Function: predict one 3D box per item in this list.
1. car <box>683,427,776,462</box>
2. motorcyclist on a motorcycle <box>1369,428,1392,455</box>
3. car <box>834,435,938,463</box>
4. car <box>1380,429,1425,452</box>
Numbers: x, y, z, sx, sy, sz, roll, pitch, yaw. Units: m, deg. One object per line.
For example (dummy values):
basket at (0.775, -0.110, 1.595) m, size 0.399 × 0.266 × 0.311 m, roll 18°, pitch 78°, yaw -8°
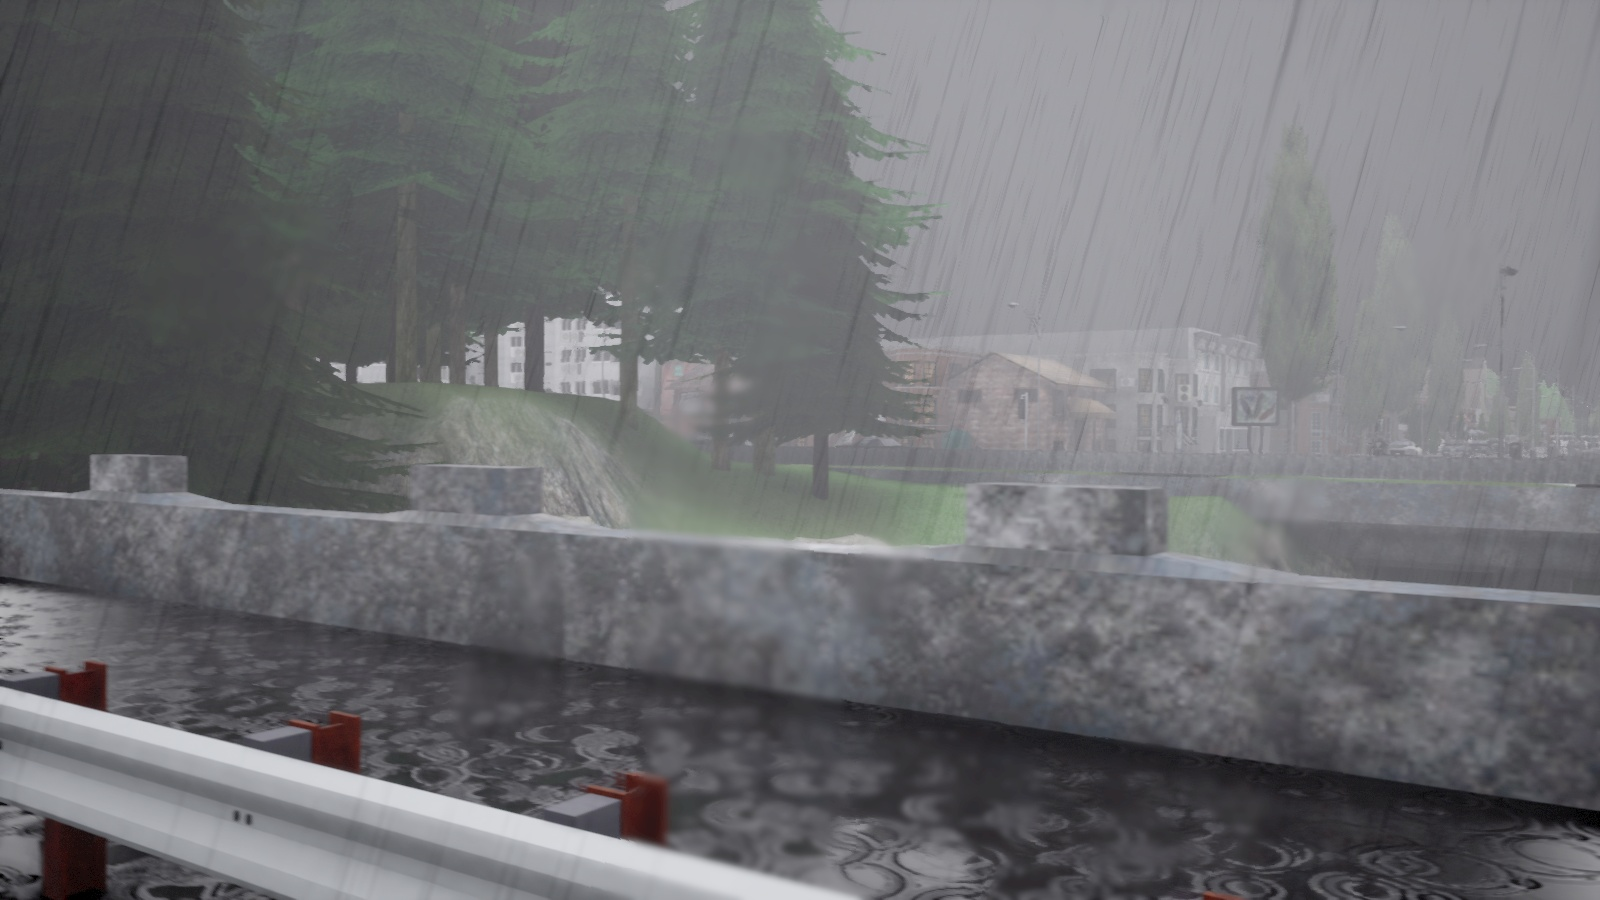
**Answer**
car at (-3.744, -0.280, 66.207) m, size 4.553 × 1.767 × 2.097 m, roll 0°, pitch 1°, yaw 34°
motorcyclist on a motorcycle at (32.939, -0.504, 71.239) m, size 0.866 × 1.530 × 2.191 m, roll 0°, pitch 1°, yaw 34°
car at (4.135, -0.038, 60.965) m, size 4.718 × 1.301 × 1.895 m, roll 0°, pitch 1°, yaw 34°
car at (37.498, -0.610, 78.092) m, size 1.994 × 1.385 × 4.181 m, roll 0°, pitch 1°, yaw 34°
